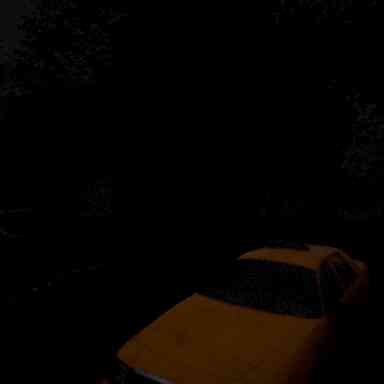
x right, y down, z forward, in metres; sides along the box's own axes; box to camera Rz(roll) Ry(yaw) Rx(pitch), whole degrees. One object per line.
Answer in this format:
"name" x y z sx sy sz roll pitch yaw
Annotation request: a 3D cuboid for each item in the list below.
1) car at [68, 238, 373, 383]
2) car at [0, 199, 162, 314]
"car" 1.247 1.479 4.643 1.946 1.575 5.366 0 0 36
"car" -3.137 1.236 8.037 2.435 2.045 5.566 0 0 36
